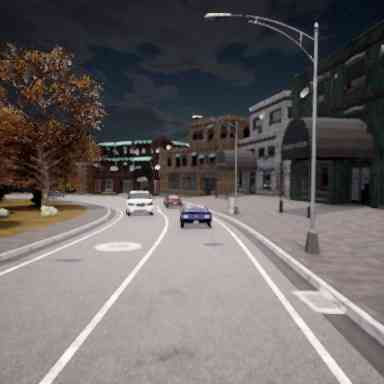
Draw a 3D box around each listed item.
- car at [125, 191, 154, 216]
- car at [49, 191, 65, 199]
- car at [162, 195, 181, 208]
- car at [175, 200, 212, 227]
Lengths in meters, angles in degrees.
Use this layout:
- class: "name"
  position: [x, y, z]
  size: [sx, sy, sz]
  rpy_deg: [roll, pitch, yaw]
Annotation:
- class: "car"
  position: [-4.576, 0.922, 28.878]
  size: [2.150, 2.045, 5.566]
  rpy_deg: [0, 1, -12]
- class: "car"
  position: [-26.138, 0.448, 63.254]
  size: [4.674, 1.442, 1.812]
  rpy_deg: [1, 3, 37]
- class: "car"
  position: [-2.306, 1.019, 38.896]
  size: [1.812, 1.442, 4.674]
  rpy_deg: [-1, 1, -11]
- class: "car"
  position: [0.101, 1.406, 21.285]
  size: [1.895, 1.301, 4.718]
  rpy_deg: [0, 1, -4]
